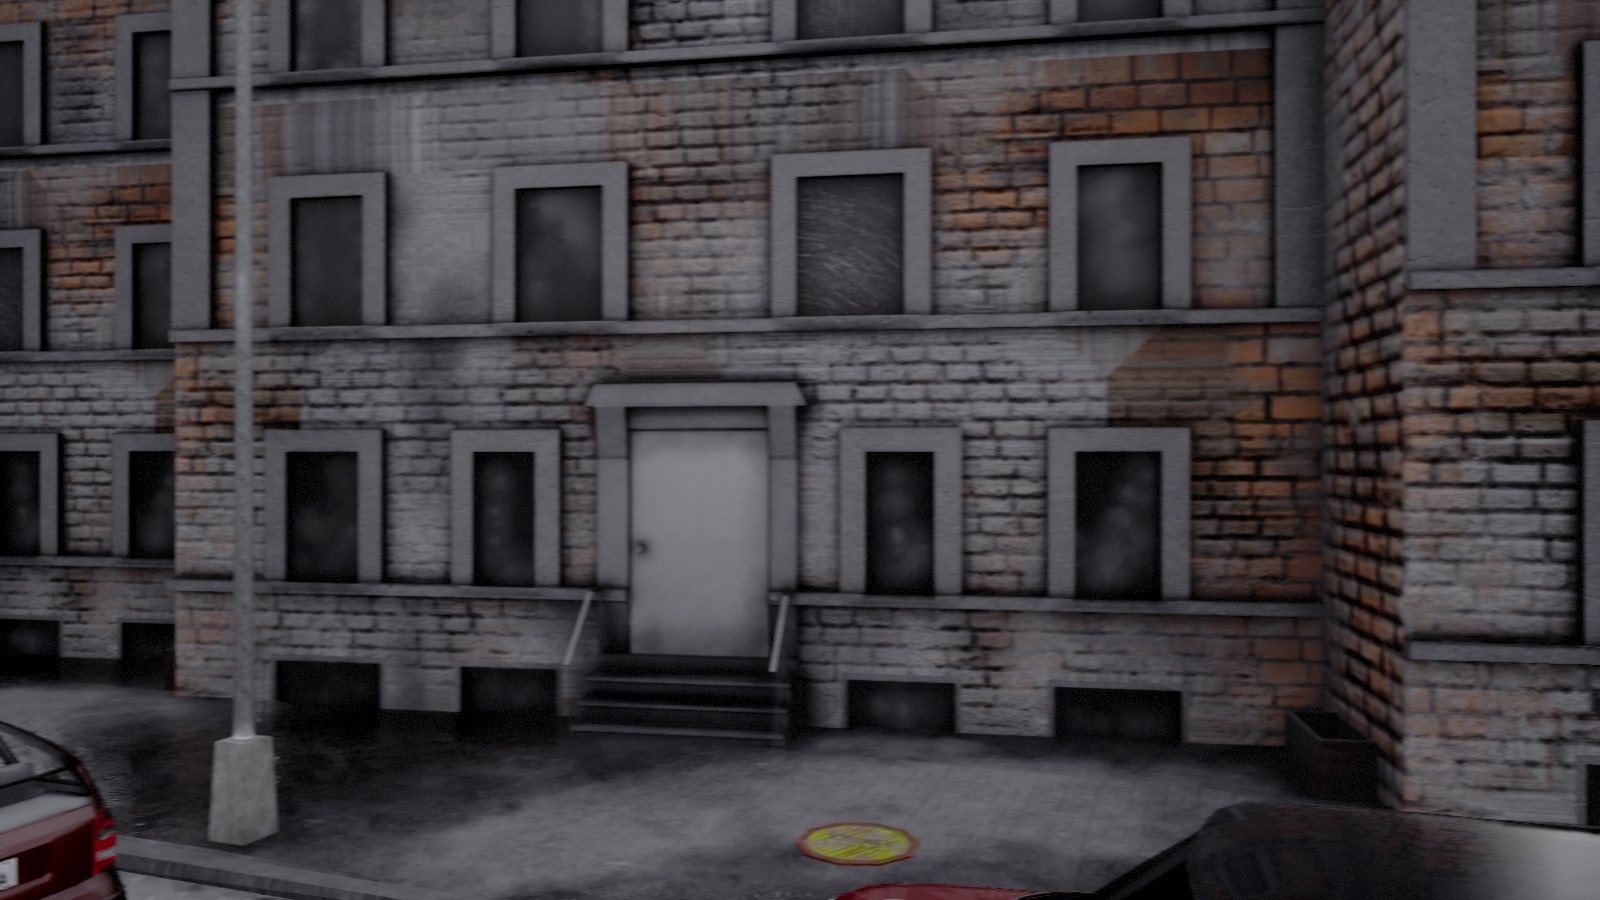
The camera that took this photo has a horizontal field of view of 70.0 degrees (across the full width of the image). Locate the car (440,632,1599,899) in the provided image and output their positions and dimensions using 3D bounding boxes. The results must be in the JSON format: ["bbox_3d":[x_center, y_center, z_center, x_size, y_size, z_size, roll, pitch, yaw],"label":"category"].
[{"bbox_3d":[1.536,1.686,3.270,4.553,1.767,2.097,0,0,20],"label":"car"}]

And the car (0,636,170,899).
[{"bbox_3d":[-5.302,1.806,5.687,3.705,1.549,1.789,0,0,20],"label":"car"}]
